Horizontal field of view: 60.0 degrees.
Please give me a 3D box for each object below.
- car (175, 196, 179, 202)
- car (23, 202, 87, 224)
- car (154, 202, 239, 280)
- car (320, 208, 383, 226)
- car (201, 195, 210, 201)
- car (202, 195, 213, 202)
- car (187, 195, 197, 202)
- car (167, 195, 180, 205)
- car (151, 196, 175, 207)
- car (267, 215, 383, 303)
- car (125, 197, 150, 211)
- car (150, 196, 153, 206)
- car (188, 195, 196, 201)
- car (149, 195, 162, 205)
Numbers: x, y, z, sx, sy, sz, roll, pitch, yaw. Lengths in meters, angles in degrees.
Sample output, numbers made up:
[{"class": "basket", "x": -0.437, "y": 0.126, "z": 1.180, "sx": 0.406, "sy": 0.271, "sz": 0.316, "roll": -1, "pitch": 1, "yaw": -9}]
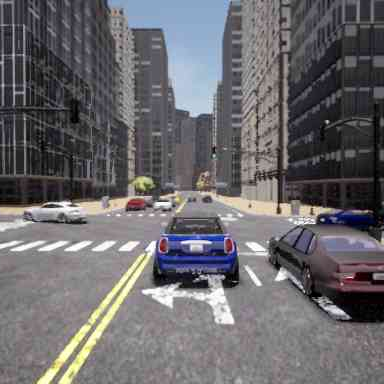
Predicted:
[{"class": "car", "x": -3.314, "y": 1.502, "z": 48.880, "sx": 2.033, "sy": 1.411, "sz": 5.357, "roll": 0, "pitch": 0, "yaw": 0}, {"class": "car", "x": -9.765, "y": 1.418, "z": 23.778, "sx": 4.674, "sy": 1.442, "sz": 1.812, "roll": 1, "pitch": 0, "yaw": 16}, {"class": "car", "x": 0.103, "y": 1.345, "z": 10.054, "sx": 2.097, "sy": 1.767, "sz": 4.553, "roll": 0, "pitch": 0, "yaw": 0}, {"class": "car", "x": 9.936, "y": 1.678, "z": 20.724, "sx": 4.181, "sy": 1.385, "sz": 1.994, "roll": 0, "pitch": 1, "yaw": -13}, {"class": "car", "x": 3.272, "y": 1.503, "z": 79.876, "sx": 1.895, "sy": 1.301, "sz": 4.718, "roll": 0, "pitch": 0, "yaw": 0}, {"class": "car", "x": 3.269, "y": 1.425, "z": 69.853, "sx": 1.837, "sy": 1.490, "sz": 4.892, "roll": 0, "pitch": 0, "yaw": 0}, {"class": "car", "x": 0.018, "y": 1.448, "z": 69.214, "sx": 2.128, "sy": 1.511, "sz": 4.902, "roll": 0, "pitch": 0, "yaw": 0}, {"class": "car", "x": -3.235, "y": 1.418, "z": 59.096, "sx": 1.882, "sy": 1.535, "sz": 5.008, "roll": 0, "pitch": 0, "yaw": 0}, {"class": "car", "x": -3.331, "y": 1.492, "z": 39.189, "sx": 1.812, "sy": 1.442, "sz": 4.674, "roll": 0, "pitch": 0, "yaw": 0}, {"class": "car", "x": 3.353, "y": 1.542, "z": 8.402, "sx": 2.033, "sy": 1.411, "sz": 5.357, "roll": 0, "pitch": 0, "yaw": 0}, {"class": "car", "x": -6.580, "y": 1.444, "z": 39.434, "sx": 1.882, "sy": 1.535, "sz": 5.008, "roll": 0, "pitch": 0, "yaw": 0}, {"class": "car", "x": -6.563, "y": 1.501, "z": 49.360, "sx": 2.033, "sy": 1.411, "sz": 5.357, "roll": 0, "pitch": 0, "yaw": 0}, {"class": "car", "x": 0.021, "y": 1.448, "z": 79.433, "sx": 2.033, "sy": 1.411, "sz": 5.357, "roll": 0, "pitch": 0, "yaw": 0}, {"class": "car", "x": -6.485, "y": 1.417, "z": 59.731, "sx": 1.882, "sy": 1.535, "sz": 5.008, "roll": 0, "pitch": 0, "yaw": 0}]
